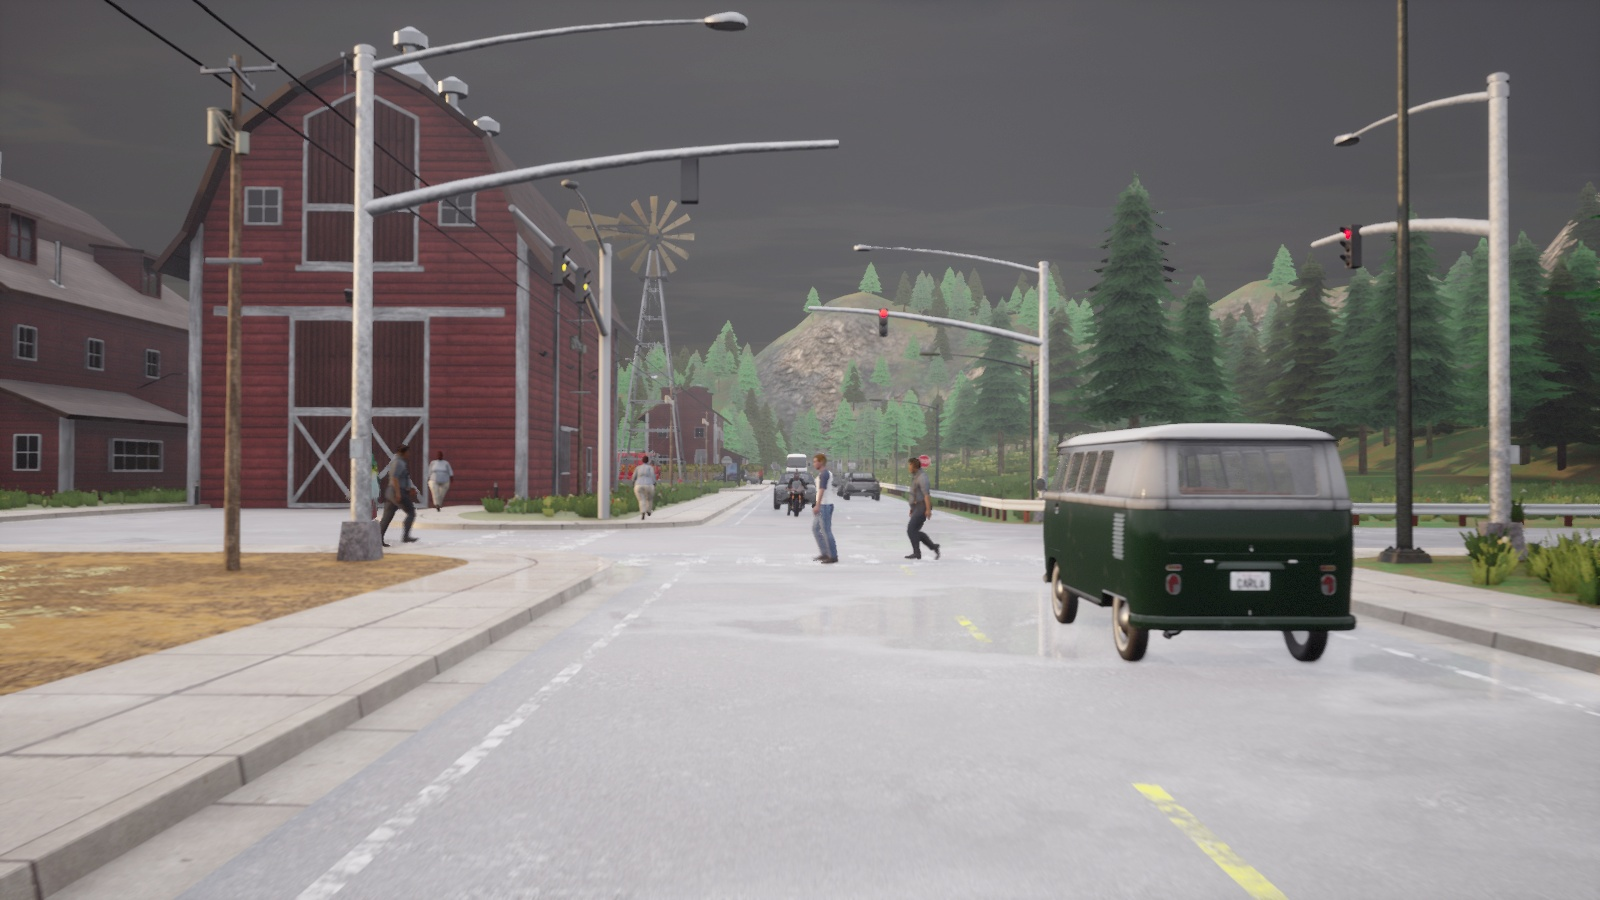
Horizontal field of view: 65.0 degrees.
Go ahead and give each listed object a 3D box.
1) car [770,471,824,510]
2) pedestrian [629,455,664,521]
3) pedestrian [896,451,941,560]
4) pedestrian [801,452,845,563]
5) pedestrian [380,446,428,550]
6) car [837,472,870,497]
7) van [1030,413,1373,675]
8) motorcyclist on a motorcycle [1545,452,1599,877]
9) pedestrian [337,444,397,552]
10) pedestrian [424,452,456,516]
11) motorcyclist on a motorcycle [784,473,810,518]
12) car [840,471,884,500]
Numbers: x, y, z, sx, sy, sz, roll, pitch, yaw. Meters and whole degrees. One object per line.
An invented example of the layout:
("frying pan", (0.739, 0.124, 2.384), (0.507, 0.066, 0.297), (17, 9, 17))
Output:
("car", (-0.126, 1.643, 52.097), (2.128, 1.511, 4.902), (0, -1, 0))
("pedestrian", (-4.384, 1.079, 35.931), (0.874, 1.855, 0.900), (0, -1, 2))
("pedestrian", (2.032, 0.941, 21.606), (0.694, 1.848, 0.540), (0, -1, -1))
("pedestrian", (0.380, 0.951, 20.967), (0.706, 1.836, 0.354), (0, -1, 5))
("pedestrian", (-7.126, 0.857, 22.609), (0.694, 1.848, 0.540), (0, -1, -33))
("car", (3.310, 2.120, 78.465), (1.837, 1.490, 4.892), (0, -1, 0))
("van", (3.470, 0.751, 11.804), (1.775, 1.987, 4.442), (0, -1, 0))
("motorcyclist on a motorcycle", (3.490, 0.818, 4.036), (0.766, 1.649, 2.350), (0, -1, 0))
("pedestrian", (-7.911, 0.866, 22.957), (0.873, 1.952, 0.659), (0, -1, -2))
("pedestrian", (-10.638, 0.992, 37.099), (0.874, 1.855, 0.900), (0, -1, -17))
("motorcyclist on a motorcycle", (-0.106, 1.585, 43.903), (0.866, 1.530, 2.191), (0, -1, 0))
("car", (3.336, 1.901, 68.281), (2.128, 1.511, 4.902), (0, -1, 0))
